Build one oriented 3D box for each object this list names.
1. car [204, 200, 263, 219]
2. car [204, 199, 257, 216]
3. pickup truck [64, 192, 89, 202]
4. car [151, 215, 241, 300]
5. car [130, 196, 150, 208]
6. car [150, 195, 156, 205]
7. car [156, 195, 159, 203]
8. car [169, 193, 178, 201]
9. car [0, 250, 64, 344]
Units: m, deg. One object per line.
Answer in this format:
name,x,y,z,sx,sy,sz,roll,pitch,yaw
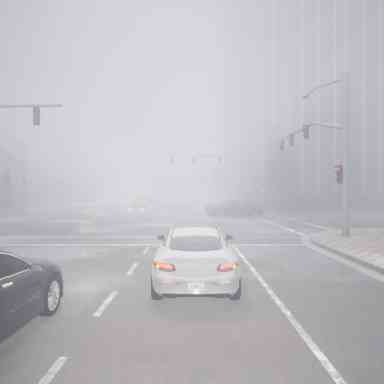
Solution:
car,3.679,1.507,28.985,4.892,1.490,1.837,1,0,0
car,3.684,1.493,32.484,4.902,1.511,2.128,0,0,0
pickup truck,-24.637,1.059,70.312,2.390,2.098,6.274,0,0,30
car,0.080,1.526,8.252,1.812,1.442,4.674,0,0,0
car,-7.796,1.478,48.718,1.882,1.535,5.008,0,0,-1
car,-7.920,1.505,57.972,1.837,1.490,4.892,0,0,-1
car,-7.994,1.352,68.154,2.097,1.767,4.553,0,0,0
car,-4.721,1.225,85.527,2.150,2.045,5.566,0,0,-1
car,-3.434,1.505,4.603,1.837,1.490,4.892,0,0,1
